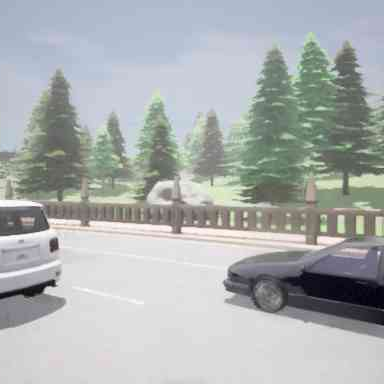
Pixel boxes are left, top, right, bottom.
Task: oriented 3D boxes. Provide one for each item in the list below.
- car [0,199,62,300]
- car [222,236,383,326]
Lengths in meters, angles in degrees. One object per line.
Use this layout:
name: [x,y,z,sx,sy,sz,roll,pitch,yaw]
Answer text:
car: [-5.226,1.169,7.090,5.566,2.045,2.150,0,0,31]
car: [3.247,1.518,5.847,5.357,1.411,2.033,0,0,34]
